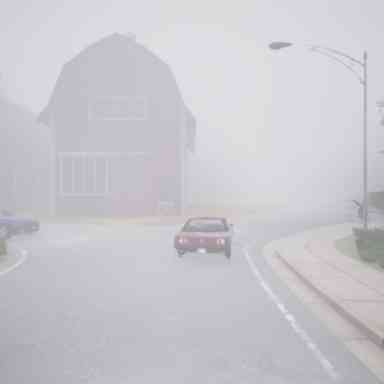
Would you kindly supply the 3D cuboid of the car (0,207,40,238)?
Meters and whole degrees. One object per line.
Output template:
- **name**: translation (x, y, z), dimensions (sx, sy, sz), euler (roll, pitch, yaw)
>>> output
- **car**: translation (-10.214, 1.485, 16.855), dimensions (5.008, 1.535, 1.882), euler (0, 0, 11)

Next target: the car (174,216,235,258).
- **car**: translation (0.661, 1.595, 12.853), dimensions (1.895, 1.301, 4.718), euler (0, 0, 9)

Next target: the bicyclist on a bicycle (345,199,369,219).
- **bicyclist on a bicycle**: translation (12.504, 1.387, 25.277), dimensions (1.656, 1.620, 0.582), euler (0, 0, 33)
